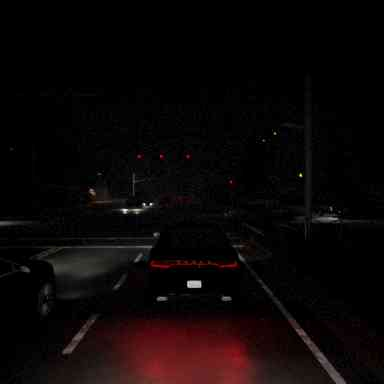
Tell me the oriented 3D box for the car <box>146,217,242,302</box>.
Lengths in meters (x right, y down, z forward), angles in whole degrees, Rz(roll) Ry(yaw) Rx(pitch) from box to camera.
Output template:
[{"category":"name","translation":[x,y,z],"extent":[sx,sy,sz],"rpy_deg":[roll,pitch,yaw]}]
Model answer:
[{"category":"car","translation":[0.009,1.478,8.344],"extent":[1.882,1.535,5.008],"rpy_deg":[0,0,-1]}]

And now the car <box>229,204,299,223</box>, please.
[{"category":"car","translation":[5.200,1.601,24.906],"extent":[4.718,1.301,1.895],"rpy_deg":[0,0,-2]}]

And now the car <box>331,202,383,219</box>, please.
[{"category":"car","translation":[14.788,1.564,28.911],"extent":[4.181,1.385,1.994],"rpy_deg":[0,0,-2]}]

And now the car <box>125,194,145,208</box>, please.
[{"category":"car","translation":[-8.264,1.477,47.089],"extent":[1.882,1.535,5.008],"rpy_deg":[0,0,-1]}]

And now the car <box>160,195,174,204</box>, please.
[{"category":"car","translation":[-4.947,1.491,62.451],"extent":[2.128,1.511,4.902],"rpy_deg":[0,0,-1]}]

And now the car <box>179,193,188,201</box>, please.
[{"category":"car","translation":[-2.104,1.225,84.943],"extent":[2.150,2.045,5.566],"rpy_deg":[0,0,-1]}]

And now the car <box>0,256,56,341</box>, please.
[{"category":"car","translation":[-3.464,1.492,4.356],"extent":[2.128,1.511,4.902],"rpy_deg":[0,0,0]}]

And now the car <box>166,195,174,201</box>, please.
[{"category":"car","translation":[-5.611,1.539,85.147],"extent":[2.033,1.411,5.357],"rpy_deg":[0,0,-1]}]

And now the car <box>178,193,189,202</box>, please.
[{"category":"car","translation":[-1.832,1.225,74.210],"extent":[2.150,2.045,5.566],"rpy_deg":[0,0,-1]}]

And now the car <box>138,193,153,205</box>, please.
[{"category":"car","translation":[-8.492,1.221,57.073],"extent":[2.150,2.045,5.566],"rpy_deg":[0,0,-1]}]

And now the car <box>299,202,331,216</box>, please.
[{"category":"car","translation":[10.895,1.601,32.304],"extent":[4.718,1.301,1.895],"rpy_deg":[0,0,-2]}]
